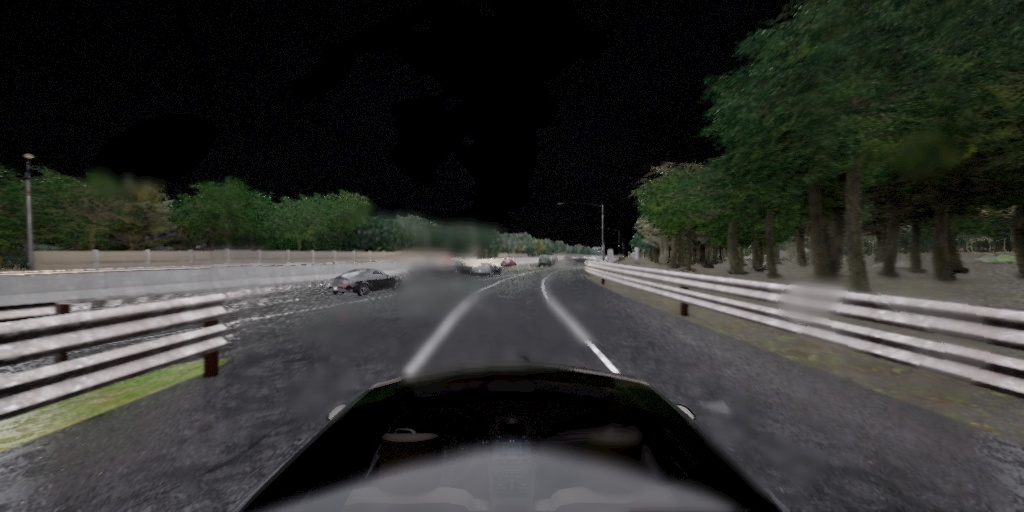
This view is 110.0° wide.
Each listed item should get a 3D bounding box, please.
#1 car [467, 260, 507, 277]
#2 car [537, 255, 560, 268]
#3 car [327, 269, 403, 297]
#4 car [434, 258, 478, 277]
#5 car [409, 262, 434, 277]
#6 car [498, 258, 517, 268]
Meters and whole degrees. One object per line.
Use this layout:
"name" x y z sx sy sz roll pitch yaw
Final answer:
"car" -2.443 1.375 36.400 1.994 1.385 4.181 -1 0 19
"car" 6.017 0.906 60.864 2.150 2.045 5.566 -1 0 19
"car" -8.080 1.424 20.112 1.812 1.442 4.674 -1 0 19
"car" -5.748 1.323 37.556 1.882 1.535 5.008 -1 0 19
"car" -9.056 1.370 38.695 2.128 1.511 4.902 -1 0 19
"car" -0.598 1.278 63.143 1.812 1.442 4.674 -1 0 19
